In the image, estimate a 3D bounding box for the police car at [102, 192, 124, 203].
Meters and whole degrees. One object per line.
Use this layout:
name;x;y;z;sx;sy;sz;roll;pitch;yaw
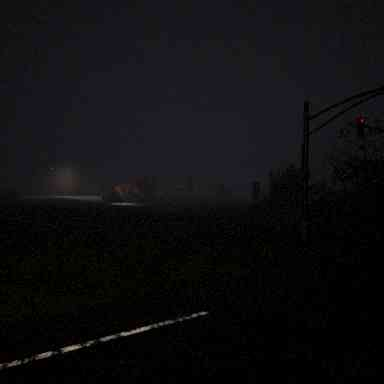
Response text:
police car;-11.831;0.816;49.771;2.038;1.542;4.974;1;0;-32
